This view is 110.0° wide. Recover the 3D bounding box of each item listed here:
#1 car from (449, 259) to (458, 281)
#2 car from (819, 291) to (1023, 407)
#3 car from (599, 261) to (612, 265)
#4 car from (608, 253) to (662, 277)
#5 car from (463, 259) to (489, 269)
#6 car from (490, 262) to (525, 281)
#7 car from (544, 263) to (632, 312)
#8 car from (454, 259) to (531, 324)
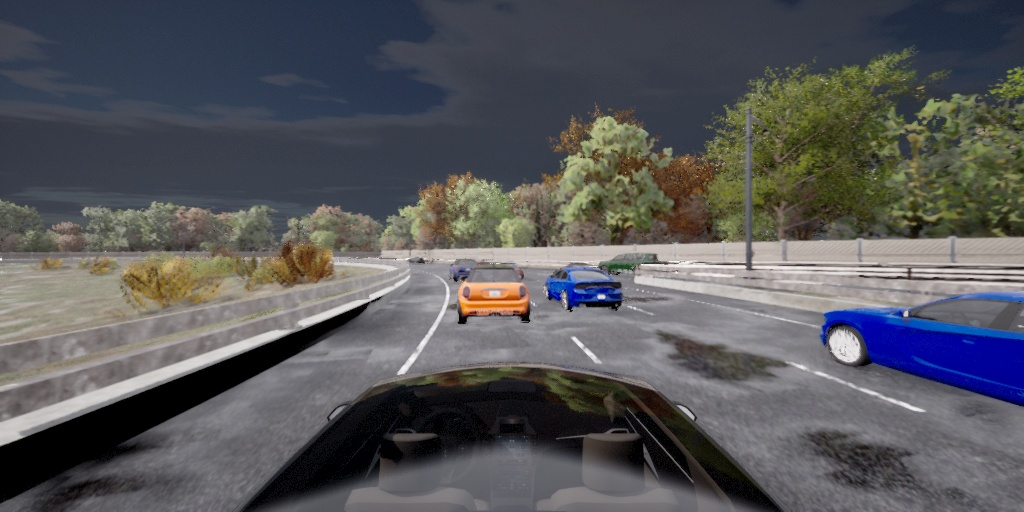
[{"bbox_3d":[-3.779,1.011,28.458,2.097,1.767,4.553,0,0,-14],"label":"car"},{"bbox_3d":[6.856,1.198,4.759,1.882,1.535,5.008,0,1,-2],"label":"car"},{"bbox_3d":[4.439,1.199,24.395,2.033,1.411,5.357,0,0,-12],"label":"car"},{"bbox_3d":[10.139,0.770,31.317,2.150,2.045,5.566,-1,1,-42],"label":"car"},{"bbox_3d":[-5.231,1.136,51.808,1.895,1.301,4.718,0,0,-31],"label":"car"},{"bbox_3d":[-0.450,1.211,29.514,1.994,1.385,4.181,0,0,-15],"label":"car"},{"bbox_3d":[2.600,1.174,14.140,1.882,1.535,5.008,0,0,-7],"label":"car"},{"bbox_3d":[-0.676,1.063,12.091,2.097,1.767,4.553,0,0,-5],"label":"car"}]
